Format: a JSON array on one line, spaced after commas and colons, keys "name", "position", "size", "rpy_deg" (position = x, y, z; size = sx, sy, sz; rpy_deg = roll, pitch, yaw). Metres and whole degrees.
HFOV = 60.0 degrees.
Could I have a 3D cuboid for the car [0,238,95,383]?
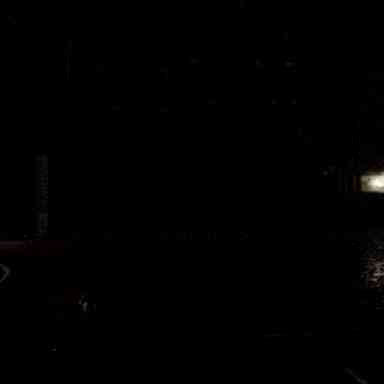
[{"name": "car", "position": [-3.697, 1.542, 3.850], "size": [5.009, 1.841, 2.192], "rpy_deg": [-1, -3, -7]}]
